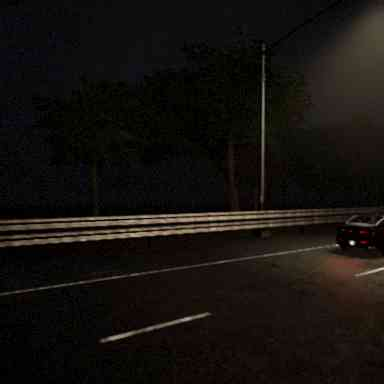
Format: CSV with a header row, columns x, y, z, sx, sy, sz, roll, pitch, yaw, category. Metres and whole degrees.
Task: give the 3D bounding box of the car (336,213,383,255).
x,y,z,sx,sy,sz,roll,pitch,yaw,category
7.970,1.657,13.857,4.892,1.490,1.837,0,0,-35,car
